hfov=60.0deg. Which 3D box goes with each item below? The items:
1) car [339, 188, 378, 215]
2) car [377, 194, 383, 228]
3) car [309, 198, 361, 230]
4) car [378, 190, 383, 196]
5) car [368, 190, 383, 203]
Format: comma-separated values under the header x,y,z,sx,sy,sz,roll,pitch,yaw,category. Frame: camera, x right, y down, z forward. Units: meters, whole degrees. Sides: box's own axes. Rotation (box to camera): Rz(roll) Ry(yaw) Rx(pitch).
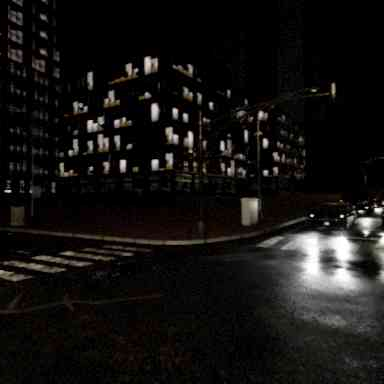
x,y,z,sx,sy,sz,roll,pitch,yaw,category
13.410,0.687,26.973,2.150,2.045,5.566,-1,0,33,car
11.545,1.048,18.199,1.882,1.535,5.008,-1,0,33,car
8.065,1.262,18.813,1.895,1.301,4.718,-1,0,33,car
19.025,0.739,35.451,1.882,1.535,5.008,-1,0,33,car
24.677,0.548,43.946,2.128,1.511,4.902,-1,0,33,car
